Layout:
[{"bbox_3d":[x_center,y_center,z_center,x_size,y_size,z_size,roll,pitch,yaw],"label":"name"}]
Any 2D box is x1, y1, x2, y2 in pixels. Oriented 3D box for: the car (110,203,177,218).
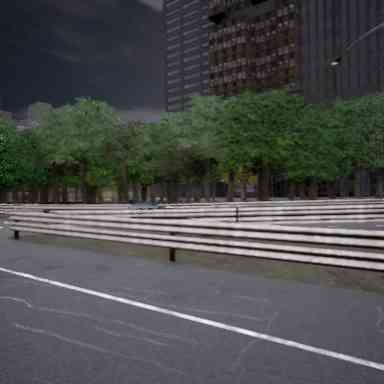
[{"bbox_3d":[-3.539,1.538,22.393,5.008,1.535,1.882,-1,0,12],"label":"car"}]
